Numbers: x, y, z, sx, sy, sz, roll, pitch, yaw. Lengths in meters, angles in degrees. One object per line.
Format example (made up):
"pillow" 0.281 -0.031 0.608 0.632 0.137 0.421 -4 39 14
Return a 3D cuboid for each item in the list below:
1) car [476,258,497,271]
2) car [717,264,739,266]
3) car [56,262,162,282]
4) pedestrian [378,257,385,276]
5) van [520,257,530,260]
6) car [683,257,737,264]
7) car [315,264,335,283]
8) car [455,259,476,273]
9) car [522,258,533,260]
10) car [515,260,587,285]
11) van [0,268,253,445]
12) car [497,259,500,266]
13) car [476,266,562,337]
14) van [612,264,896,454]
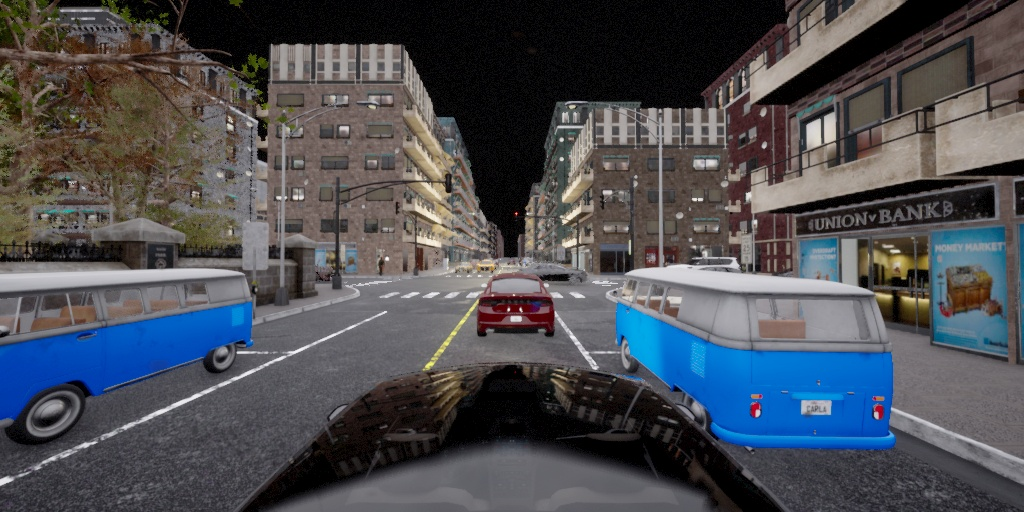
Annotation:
"car" -3.132 1.242 43.627 1.882 1.535 5.008 0 0 0
"car" 13.519 1.333 22.735 4.313 1.339 1.948 0 0 1
"car" -28.861 1.128 25.811 5.357 1.411 2.033 0 -1 1
"pedestrian" -12.563 0.967 34.370 0.375 1.860 0.375 0 -1 1
"van" 2.650 1.112 59.866 1.690 1.789 3.998 0 0 0
"car" 15.082 1.101 28.507 5.566 2.045 2.150 0 -1 2
"car" -14.981 1.007 25.580 4.553 1.767 2.097 0 -1 2
"car" -5.719 1.289 42.763 1.751 1.417 4.829 0 0 0
"car" 2.658 1.317 48.582 2.007 1.370 4.403 0 0 0
"car" 2.817 1.249 25.434 4.902 1.511 2.128 0 0 1
"van" -5.658 1.092 4.988 1.690 1.789 3.998 0 0 0
"car" -3.134 1.316 53.588 2.033 1.411 5.357 0 0 0
"car" 0.092 1.230 10.352 1.882 1.535 5.008 0 0 0
"van" 2.656 1.092 4.992 1.690 1.789 3.998 0 0 0
